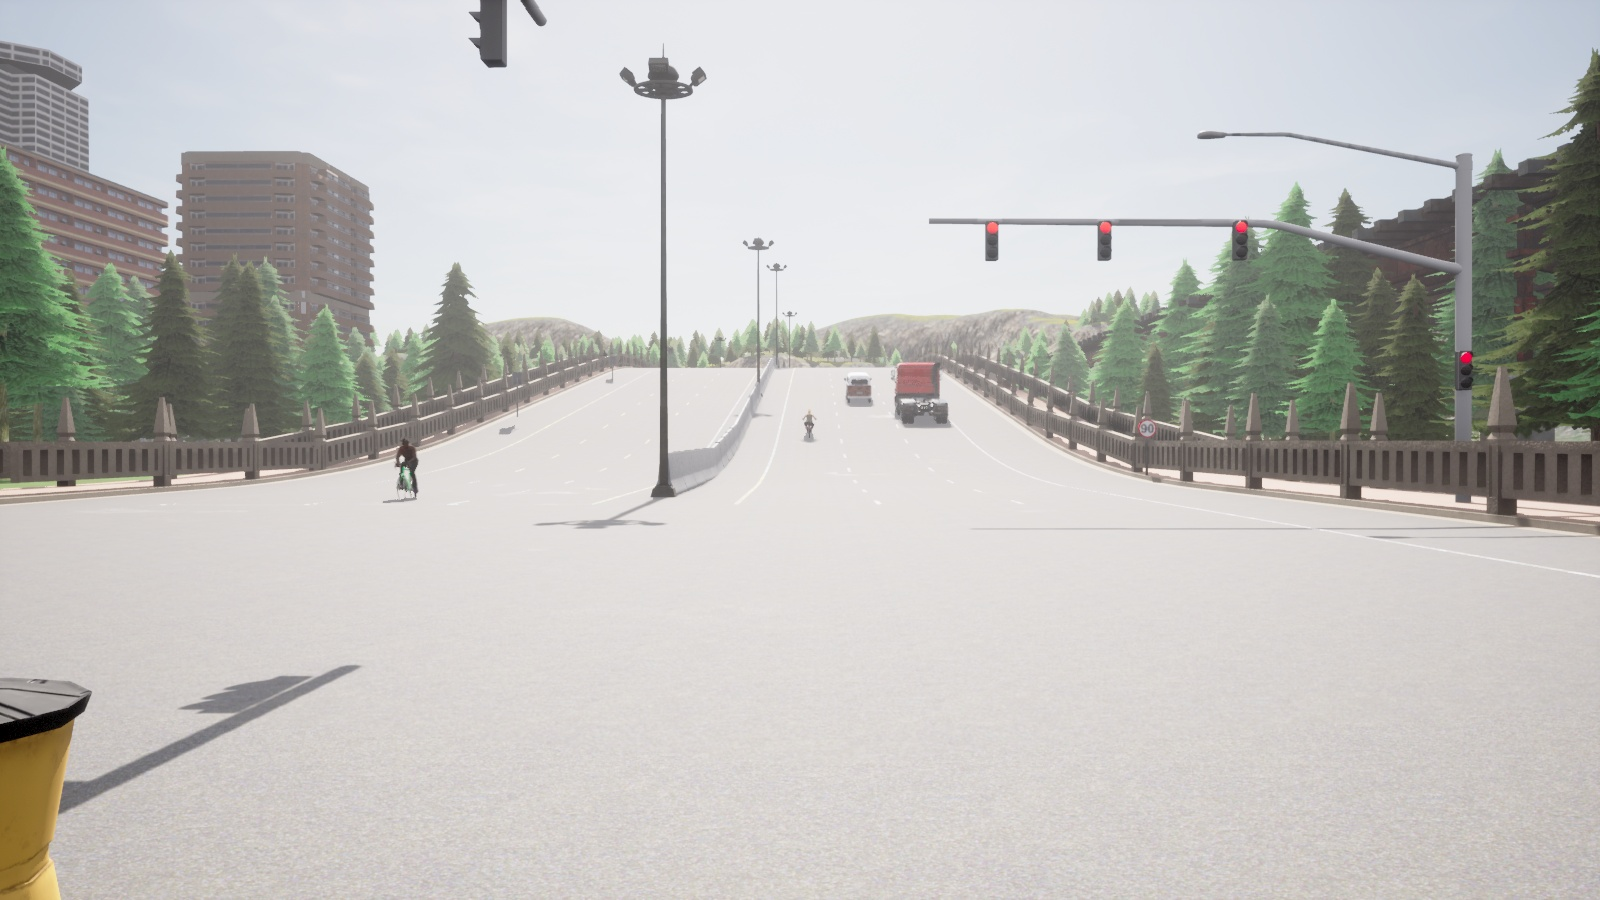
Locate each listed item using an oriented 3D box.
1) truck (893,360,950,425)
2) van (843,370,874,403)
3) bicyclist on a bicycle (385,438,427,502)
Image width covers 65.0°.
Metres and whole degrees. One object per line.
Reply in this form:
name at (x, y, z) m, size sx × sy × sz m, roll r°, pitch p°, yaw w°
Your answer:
truck at (7.635, -3.729, 79.619) m, size 2.891 × 3.462 × 7.936 m, roll 0°, pitch 8°, yaw 1°
van at (4.276, -4.666, 92.078) m, size 2.069 × 2.038 × 4.480 m, roll 0°, pitch 8°, yaw 1°
bicyclist on a bicycle at (-10.296, 0.506, 32.846) m, size 0.582 × 1.620 × 1.656 m, roll 0°, pitch 1°, yaw 0°
